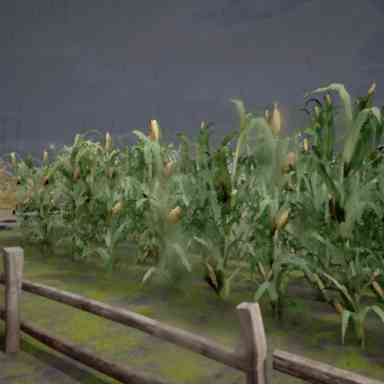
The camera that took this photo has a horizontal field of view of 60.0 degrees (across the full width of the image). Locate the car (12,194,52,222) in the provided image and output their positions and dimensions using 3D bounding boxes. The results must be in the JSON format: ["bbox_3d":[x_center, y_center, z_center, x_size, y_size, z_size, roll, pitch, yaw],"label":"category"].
[{"bbox_3d":[-11.160,1.144,26.471,2.150,2.045,5.566,0,0,36],"label":"car"}]
